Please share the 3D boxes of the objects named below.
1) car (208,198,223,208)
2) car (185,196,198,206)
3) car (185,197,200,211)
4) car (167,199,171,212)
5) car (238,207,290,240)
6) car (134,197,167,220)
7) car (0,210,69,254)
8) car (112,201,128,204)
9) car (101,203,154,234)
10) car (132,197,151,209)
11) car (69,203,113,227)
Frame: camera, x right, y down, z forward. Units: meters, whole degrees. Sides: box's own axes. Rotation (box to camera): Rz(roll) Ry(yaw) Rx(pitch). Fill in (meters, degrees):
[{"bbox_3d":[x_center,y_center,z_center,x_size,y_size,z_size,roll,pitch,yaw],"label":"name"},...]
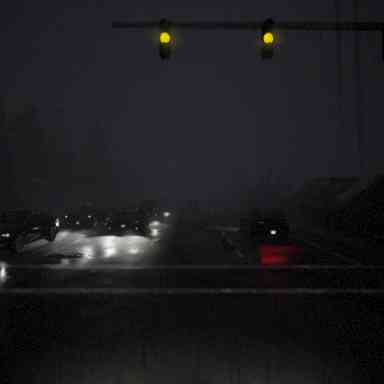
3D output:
[{"bbox_3d":[3.467,1.567,48.220,1.812,1.442,4.674,0,0,0],"label":"car"},{"bbox_3d":[-0.040,1.536,58.148,2.128,1.511,4.902,0,0,0],"label":"car"},{"bbox_3d":[0.071,1.582,40.770,2.033,1.411,5.357,0,0,0],"label":"car"},{"bbox_3d":[-3.577,1.508,39.378,1.882,1.535,5.008,0,0,0],"label":"car"},{"bbox_3d":[3.588,1.529,17.092,1.837,1.490,4.892,0,0,0],"label":"car"},{"bbox_3d":[-3.596,1.376,27.933,2.097,1.767,4.553,0,0,0],"label":"car"},{"bbox_3d":[-7.135,1.505,13.626,2.128,1.511,4.902,0,0,1],"label":"car"},{"bbox_3d":[-7.106,1.571,32.543,2.033,1.411,5.357,0,0,0],"label":"car"},{"bbox_3d":[-3.592,1.583,19.338,1.994,1.385,4.181,0,0,0],"label":"car"},{"bbox_3d":[-7.080,1.510,47.420,1.882,1.535,5.008,0,0,0],"label":"car"},{"bbox_3d":[-7.108,1.619,22.889,1.895,1.301,4.718,0,0,0],"label":"car"}]
